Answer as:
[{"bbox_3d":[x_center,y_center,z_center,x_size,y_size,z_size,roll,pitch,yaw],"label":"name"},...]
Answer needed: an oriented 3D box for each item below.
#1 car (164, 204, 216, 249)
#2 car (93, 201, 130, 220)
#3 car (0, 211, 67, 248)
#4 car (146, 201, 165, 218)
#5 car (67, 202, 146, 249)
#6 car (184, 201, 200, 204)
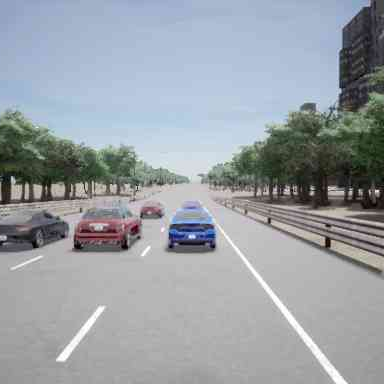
[{"bbox_3d":[0.000,1.491,14.657,1.882,1.535,5.008,0,0,0],"label":"car"},{"bbox_3d":[-6.999,1.563,29.662,2.033,1.411,5.357,0,0,0],"label":"car"},{"bbox_3d":[-7.000,1.539,14.658,1.812,1.442,4.674,0,0,0],"label":"car"},{"bbox_3d":[-3.499,1.533,29.662,1.812,1.442,4.674,0,0,0],"label":"car"},{"bbox_3d":[-3.499,1.372,14.627,2.097,1.767,4.553,0,0,0],"label":"car"},{"bbox_3d":[0.001,1.533,29.662,1.812,1.442,4.674,0,0,0],"label":"car"}]
